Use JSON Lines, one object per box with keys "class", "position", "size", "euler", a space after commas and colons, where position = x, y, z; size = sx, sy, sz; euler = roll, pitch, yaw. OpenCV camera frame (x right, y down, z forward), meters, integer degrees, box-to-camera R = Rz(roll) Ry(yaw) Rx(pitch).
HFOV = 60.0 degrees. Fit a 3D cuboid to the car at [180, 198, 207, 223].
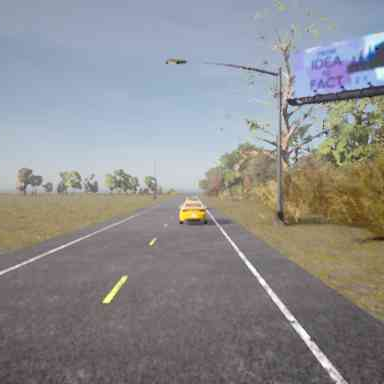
{"class": "car", "position": [0.099, 1.434, 24.777], "size": [1.882, 1.535, 5.008], "euler": [0, 0, 0]}
